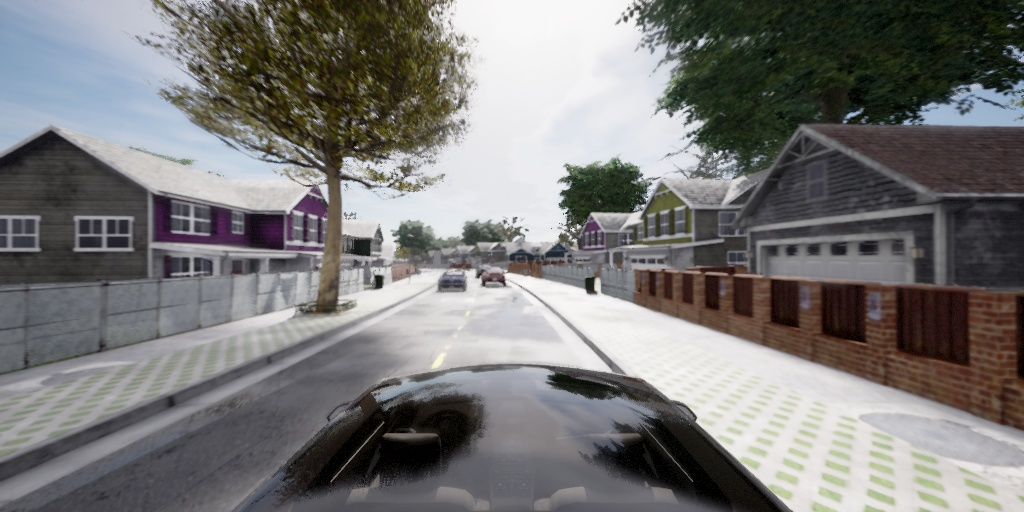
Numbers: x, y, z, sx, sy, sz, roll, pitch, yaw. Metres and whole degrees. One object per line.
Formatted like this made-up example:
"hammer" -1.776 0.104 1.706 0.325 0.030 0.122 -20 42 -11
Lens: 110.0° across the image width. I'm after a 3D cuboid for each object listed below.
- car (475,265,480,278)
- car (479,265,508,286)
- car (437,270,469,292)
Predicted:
"car" -3.277 1.816 42.430 1.837 1.490 4.892 0 0 -9
"car" -1.526 1.645 29.594 1.812 1.442 4.674 0 -1 -6
"car" -3.949 1.654 24.395 1.895 1.301 4.718 0 -1 -5
